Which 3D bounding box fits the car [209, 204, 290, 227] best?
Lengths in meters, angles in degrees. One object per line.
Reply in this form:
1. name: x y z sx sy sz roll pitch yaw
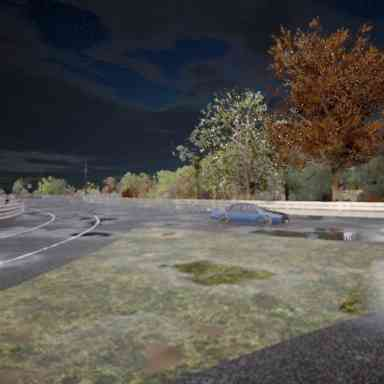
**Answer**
1. car: 3.855 1.515 22.940 5.357 1.411 2.033 0 0 32
